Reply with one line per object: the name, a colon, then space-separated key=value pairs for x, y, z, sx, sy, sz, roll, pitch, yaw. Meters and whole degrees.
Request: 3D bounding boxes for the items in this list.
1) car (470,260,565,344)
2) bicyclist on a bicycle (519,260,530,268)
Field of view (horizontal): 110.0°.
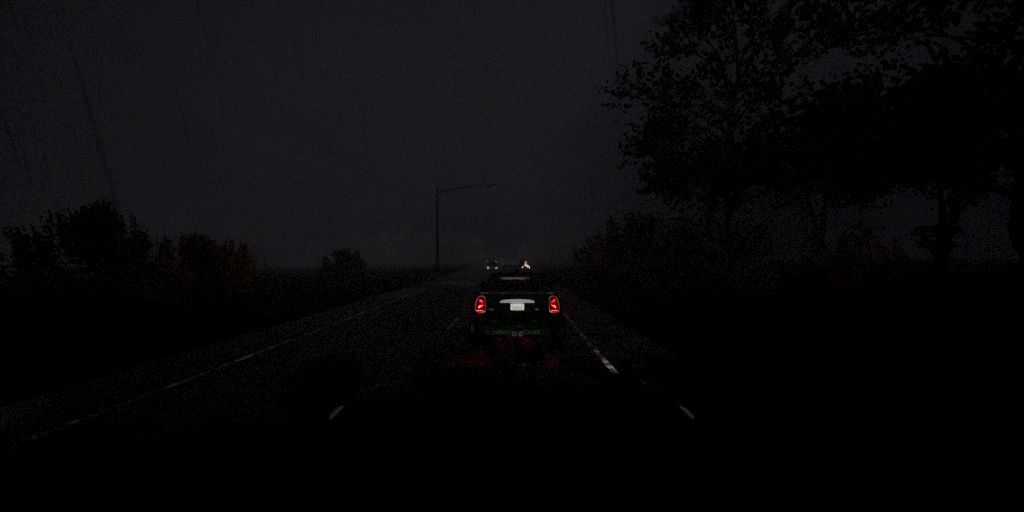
car: x=0.116 y=1.097 z=9.721 sx=2.097 sy=1.767 sz=4.553 roll=0 pitch=0 yaw=0
bicyclist on a bicycle: x=0.985 y=1.172 z=25.543 sx=0.866 sy=1.612 sz=1.509 roll=0 pitch=0 yaw=1
